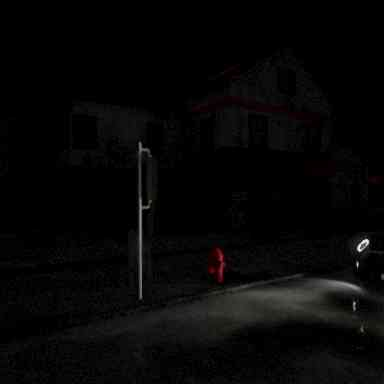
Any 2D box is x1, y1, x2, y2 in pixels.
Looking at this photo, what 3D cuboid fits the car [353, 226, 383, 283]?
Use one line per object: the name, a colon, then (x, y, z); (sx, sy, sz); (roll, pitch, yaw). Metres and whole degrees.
car: (6.255, 1.325, 8.616); (4.553, 1.767, 2.097); (0, 0, -33)
